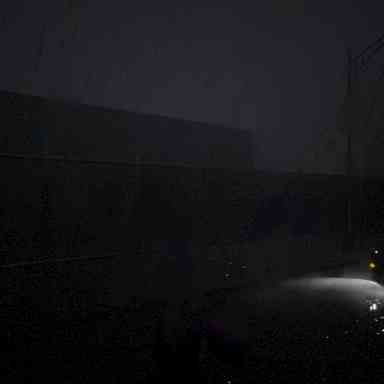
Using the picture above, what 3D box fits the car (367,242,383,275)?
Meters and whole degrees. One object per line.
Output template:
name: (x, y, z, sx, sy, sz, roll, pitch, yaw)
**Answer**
car: (6.786, 1.638, 9.338, 4.181, 1.385, 1.994, 1, 0, -35)
